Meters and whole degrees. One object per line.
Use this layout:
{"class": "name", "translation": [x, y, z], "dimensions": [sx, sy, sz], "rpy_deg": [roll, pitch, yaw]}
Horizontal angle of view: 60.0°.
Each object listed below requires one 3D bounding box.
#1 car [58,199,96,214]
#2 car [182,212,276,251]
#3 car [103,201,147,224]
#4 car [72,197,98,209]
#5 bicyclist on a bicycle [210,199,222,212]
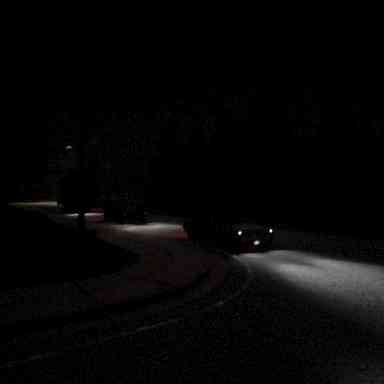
{"class": "car", "translation": [-12.487, 1.516, 35.820], "dimensions": [2.033, 1.411, 5.357], "rpy_deg": [0, 0, -34]}
{"class": "car", "translation": [1.392, 1.562, 14.239], "dimensions": [1.895, 1.301, 4.718], "rpy_deg": [0, 0, -27]}
{"class": "car", "translation": [-5.084, 1.438, 24.879], "dimensions": [1.882, 1.535, 5.008], "rpy_deg": [0, 0, -34]}
{"class": "car", "translation": [-14.629, 1.459, 45.407], "dimensions": [2.128, 1.511, 4.902], "rpy_deg": [0, 0, -34]}
{"class": "bicyclist on a bicycle", "translation": [2.190, 1.342, 27.159], "dimensions": [1.656, 1.620, 0.582], "rpy_deg": [22, -28, -26]}
